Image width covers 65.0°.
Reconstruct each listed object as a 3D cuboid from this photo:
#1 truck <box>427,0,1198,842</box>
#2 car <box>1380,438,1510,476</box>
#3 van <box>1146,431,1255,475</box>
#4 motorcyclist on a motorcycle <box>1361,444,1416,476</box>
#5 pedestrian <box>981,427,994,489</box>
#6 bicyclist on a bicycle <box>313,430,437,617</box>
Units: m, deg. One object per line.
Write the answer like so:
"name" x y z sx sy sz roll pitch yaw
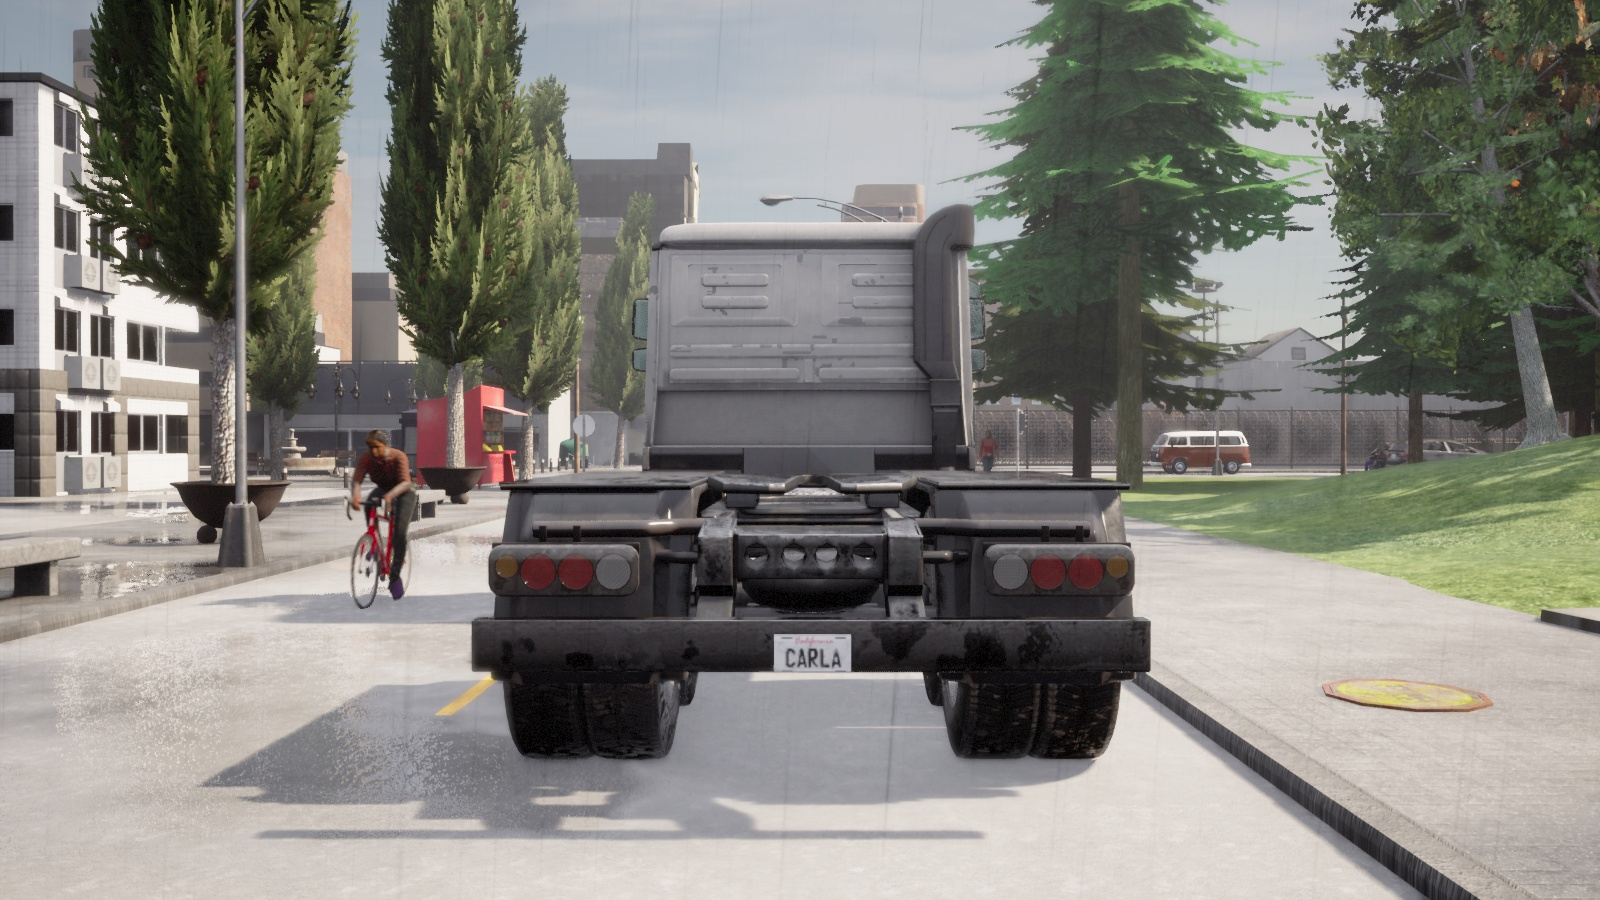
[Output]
"truck" 0.066 -0.284 8.680 2.891 3.462 7.936 0 0 0
"car" 28.499 0.301 55.584 4.611 1.667 2.242 0 0 0
"van" 18.968 0.149 59.629 4.480 2.038 2.069 0 0 0
"motorcyclist on a motorcycle" 27.907 0.468 59.590 2.191 1.530 0.866 0 0 0
"pedestrian" 5.636 0.248 37.733 0.331 1.846 0.636 0 0 4
"bicyclist on a bicycle" -3.919 0.630 11.697 0.582 1.620 1.656 0 0 0
